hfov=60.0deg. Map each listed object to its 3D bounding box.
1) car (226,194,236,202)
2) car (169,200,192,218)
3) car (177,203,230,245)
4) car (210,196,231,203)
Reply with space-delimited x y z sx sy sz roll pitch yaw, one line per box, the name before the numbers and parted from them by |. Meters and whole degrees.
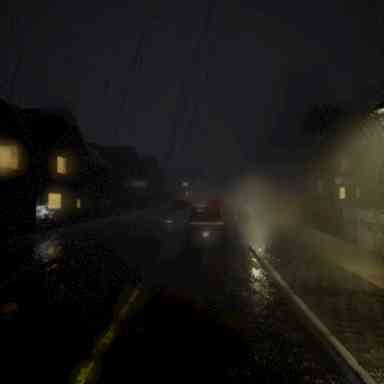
car | 7.997 1.203 70.160 2.097 1.767 4.553 -1 0 17
car | -0.814 1.503 29.684 1.837 1.490 4.892 0 0 8
car | 0.742 1.498 15.568 2.128 1.511 4.902 0 0 4
car | 2.555 1.457 32.559 1.882 1.535 5.008 0 0 8
